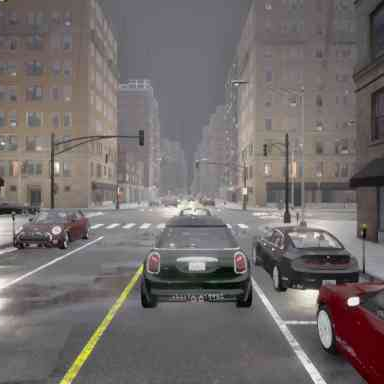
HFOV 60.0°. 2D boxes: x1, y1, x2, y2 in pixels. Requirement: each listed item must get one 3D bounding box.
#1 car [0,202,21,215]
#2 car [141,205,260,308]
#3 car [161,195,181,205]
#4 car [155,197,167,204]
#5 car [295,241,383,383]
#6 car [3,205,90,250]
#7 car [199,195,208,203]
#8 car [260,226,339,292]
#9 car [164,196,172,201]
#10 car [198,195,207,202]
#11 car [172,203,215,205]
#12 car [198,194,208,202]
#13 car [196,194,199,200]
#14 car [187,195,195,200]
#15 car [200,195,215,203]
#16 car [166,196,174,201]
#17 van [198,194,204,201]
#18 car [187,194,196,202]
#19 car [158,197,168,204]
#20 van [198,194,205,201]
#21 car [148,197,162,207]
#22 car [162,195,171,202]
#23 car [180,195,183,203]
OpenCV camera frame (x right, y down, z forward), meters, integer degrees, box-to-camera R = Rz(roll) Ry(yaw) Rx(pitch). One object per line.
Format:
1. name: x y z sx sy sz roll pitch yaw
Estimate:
1. car: -16.310 1.532 30.247 4.718 1.301 1.895 0 0 0
2. car: 0.069 1.354 8.097 2.097 1.767 4.553 0 0 -1
3. car: -3.073 1.588 50.245 2.033 1.411 5.357 0 0 -1
4. car: -5.929 1.613 63.587 1.887 1.381 4.507 0 0 0
5. car: 2.683 1.545 3.209 1.887 1.381 4.507 0 0 0
6. car: -5.815 1.445 14.209 1.967 1.590 4.097 0 0 0
7. car: 2.520 1.540 74.656 1.967 1.590 4.097 0 0 0
8. car: 2.697 1.553 8.700 2.008 1.369 4.403 0 0 0
9. car: -6.082 1.720 85.619 1.802 1.307 4.206 0 0 0
10. car: 2.482 1.559 80.162 1.967 1.590 4.097 0 0 0
11. car: 0.137 1.497 15.400 2.128 1.511 4.902 0 0 0
12. car: 2.595 1.594 63.811 1.752 1.417 4.829 0 0 0
13. car: 2.559 1.398 69.148 2.192 1.841 5.009 0 0 0
14. car: -0.259 1.542 90.105 1.994 1.385 4.181 0 0 0
15. car: 2.673 1.590 52.627 1.887 1.381 4.507 0 0 0
16. car: -6.121 1.727 91.127 1.947 1.339 4.313 0 0 0
17. van: 2.405 1.503 91.176 1.690 1.788 3.998 0 0 0
18. car: -0.189 1.706 80.130 1.895 1.301 4.718 0 0 0
19. car: -5.968 1.665 69.095 1.802 1.307 4.206 0 0 0
20. van: 2.444 1.480 85.670 1.690 1.788 3.998 0 0 0
21. car: -5.852 1.595 52.571 2.008 1.369 4.403 0 0 0
22. car: -6.043 1.558 80.111 1.967 1.590 4.097 0 0 0
23. car: -3.125 1.661 60.063 1.895 1.301 4.718 0 0 0
